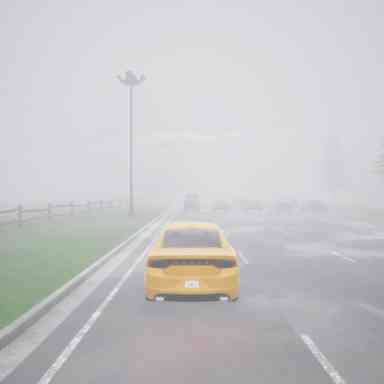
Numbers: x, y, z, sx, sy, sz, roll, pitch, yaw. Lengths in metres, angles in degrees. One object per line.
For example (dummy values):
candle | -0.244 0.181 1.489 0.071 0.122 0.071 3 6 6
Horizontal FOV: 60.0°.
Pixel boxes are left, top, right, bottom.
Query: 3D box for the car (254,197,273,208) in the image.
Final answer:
car | 10.490 1.526 49.214 1.812 1.442 4.674 0 0 0

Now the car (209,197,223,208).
car | 3.493 1.526 49.680 1.812 1.442 4.674 0 0 0

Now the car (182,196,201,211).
car | -0.009 1.505 38.375 1.837 1.490 4.892 0 0 0

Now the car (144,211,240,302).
car | -0.002 1.478 8.351 1.882 1.535 5.008 0 0 0

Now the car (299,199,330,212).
car | 13.989 1.547 38.220 2.033 1.411 5.357 0 0 0

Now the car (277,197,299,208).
car | 13.988 1.505 48.825 1.837 1.490 4.892 0 0 0

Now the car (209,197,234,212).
car | 3.498 1.564 39.646 1.994 1.385 4.181 0 0 0

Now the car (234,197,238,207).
car | 6.993 1.491 49.405 2.128 1.511 4.902 0 0 0

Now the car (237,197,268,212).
car | 6.997 1.547 39.083 2.033 1.411 5.357 0 0 0

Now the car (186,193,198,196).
car | -0.013 1.221 48.807 2.150 2.045 5.566 0 0 0

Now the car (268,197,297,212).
car | 10.496 1.526 39.162 1.812 1.442 4.674 0 0 0
